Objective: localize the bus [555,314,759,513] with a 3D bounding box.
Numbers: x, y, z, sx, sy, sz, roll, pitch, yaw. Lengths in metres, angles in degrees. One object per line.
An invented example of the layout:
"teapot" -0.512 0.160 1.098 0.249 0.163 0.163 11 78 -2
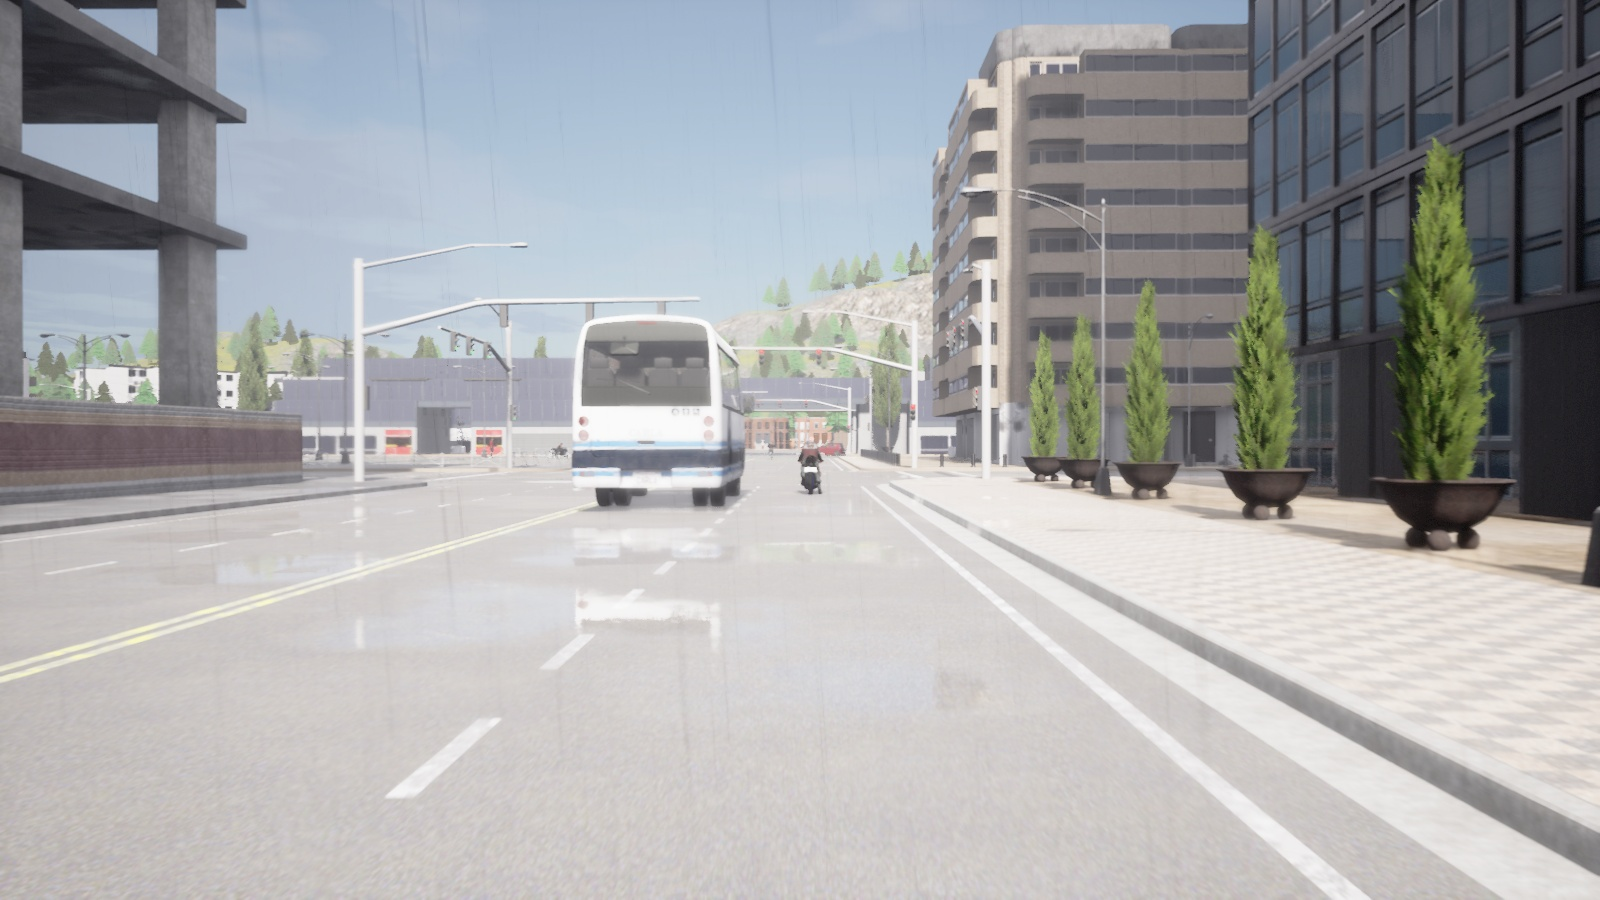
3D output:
"bus" -3.235 -0.813 32.035 3.944 4.253 10.273 0 0 0

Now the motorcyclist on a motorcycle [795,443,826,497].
"motorcyclist on a motorcycle" 0.299 0.575 36.703 0.866 1.530 2.191 0 0 0
